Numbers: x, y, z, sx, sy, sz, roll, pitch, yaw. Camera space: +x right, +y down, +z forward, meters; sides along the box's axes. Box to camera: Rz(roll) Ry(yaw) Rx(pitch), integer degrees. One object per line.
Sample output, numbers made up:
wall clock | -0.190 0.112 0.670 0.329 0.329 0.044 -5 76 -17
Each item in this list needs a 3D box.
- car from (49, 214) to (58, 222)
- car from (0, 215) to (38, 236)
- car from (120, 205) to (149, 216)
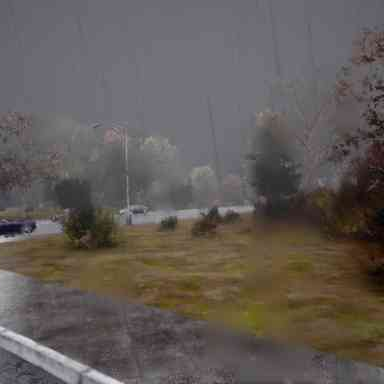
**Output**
car | -13.473 2.519 36.664 1.994 1.385 4.181 -3 -2 32
car | -11.818 2.077 19.804 1.895 1.301 4.718 -3 -2 35
car | -7.919 2.493 45.408 2.128 1.511 4.902 -3 -2 32
